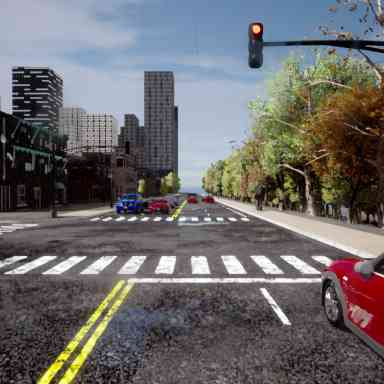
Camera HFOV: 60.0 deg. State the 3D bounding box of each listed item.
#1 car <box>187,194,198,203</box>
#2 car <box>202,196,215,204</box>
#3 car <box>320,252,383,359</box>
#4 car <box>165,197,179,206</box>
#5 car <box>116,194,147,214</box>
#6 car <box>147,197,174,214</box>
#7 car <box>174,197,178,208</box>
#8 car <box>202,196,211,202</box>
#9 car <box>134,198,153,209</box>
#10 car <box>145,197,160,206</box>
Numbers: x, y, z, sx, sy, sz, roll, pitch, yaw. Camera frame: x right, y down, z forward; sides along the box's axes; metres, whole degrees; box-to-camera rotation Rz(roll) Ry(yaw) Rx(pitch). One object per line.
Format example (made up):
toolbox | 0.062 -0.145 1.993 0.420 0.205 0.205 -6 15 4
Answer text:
car | 0.131 1.539 65.975 1.994 1.385 4.181 0 0 0
car | 3.379 1.453 65.332 1.882 1.535 5.008 0 0 0
car | 3.350 1.351 4.160 2.097 1.767 4.553 0 0 0
car | -3.299 1.527 56.002 2.033 1.411 5.357 0 0 0
car | -6.568 1.210 35.782 2.150 2.045 5.566 0 0 0
car | -3.321 1.467 35.531 1.882 1.535 5.008 0 0 0
car | -3.311 1.532 45.429 2.033 1.411 5.357 0 0 0
car | 3.285 1.523 75.475 1.994 1.385 4.181 0 0 0
car | -6.563 1.585 45.529 1.895 1.301 4.718 0 0 0
car | -6.546 1.544 55.558 1.994 1.385 4.181 0 0 1
